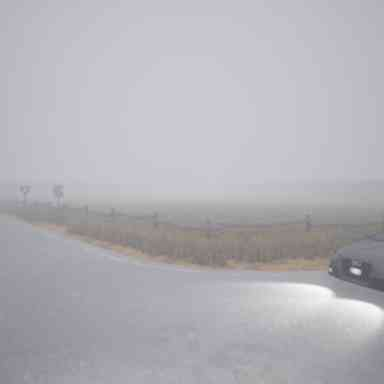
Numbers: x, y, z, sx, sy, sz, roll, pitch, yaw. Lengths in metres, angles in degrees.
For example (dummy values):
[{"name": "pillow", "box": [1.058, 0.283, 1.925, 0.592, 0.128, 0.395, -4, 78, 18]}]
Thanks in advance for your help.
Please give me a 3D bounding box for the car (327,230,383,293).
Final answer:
[{"name": "car", "box": [5.391, 1.538, 8.062, 4.181, 1.385, 1.994, 0, 0, -24]}]
